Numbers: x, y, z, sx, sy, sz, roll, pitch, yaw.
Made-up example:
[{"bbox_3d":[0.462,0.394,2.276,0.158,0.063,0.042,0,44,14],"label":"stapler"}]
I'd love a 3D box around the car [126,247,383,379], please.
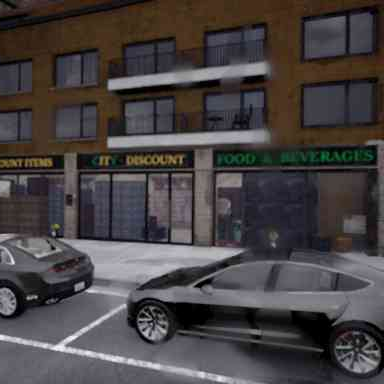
[{"bbox_3d":[1.082,1.576,5.203,4.313,1.339,1.947,0,1,19],"label":"car"}]

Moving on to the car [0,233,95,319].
[{"bbox_3d":[-4.199,1.559,7.024,4.403,1.369,2.008,0,1,19],"label":"car"}]
